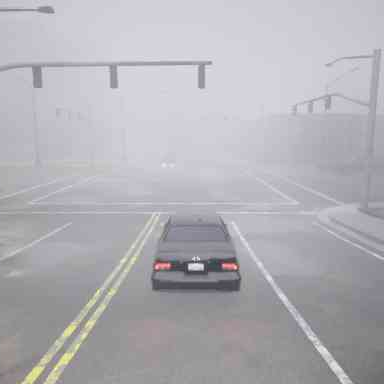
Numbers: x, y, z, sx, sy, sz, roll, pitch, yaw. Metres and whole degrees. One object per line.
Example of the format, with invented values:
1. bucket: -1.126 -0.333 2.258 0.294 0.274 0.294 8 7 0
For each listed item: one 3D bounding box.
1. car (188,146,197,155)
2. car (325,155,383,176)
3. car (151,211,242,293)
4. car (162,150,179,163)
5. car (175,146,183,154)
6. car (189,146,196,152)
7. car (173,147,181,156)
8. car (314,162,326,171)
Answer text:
1. car: 0.119 -9.232 75.310 1.882 1.535 5.008 0 9 0
2. car: 17.077 -2.751 33.801 5.566 2.045 2.150 0 9 1
3. car: 0.088 1.210 8.515 2.033 1.411 5.357 0 4 0
4. car: -3.515 -5.293 51.507 2.033 1.411 5.357 0 9 0
5. car: -3.388 -8.498 71.181 2.033 1.411 5.357 0 9 0
6. car: 0.142 -11.700 90.633 1.837 1.490 4.892 0 9 0
7. car: -3.472 -6.876 60.985 1.837 1.490 4.892 0 9 1
8. car: 16.333 -3.047 37.307 4.902 1.511 2.128 0 9 0
